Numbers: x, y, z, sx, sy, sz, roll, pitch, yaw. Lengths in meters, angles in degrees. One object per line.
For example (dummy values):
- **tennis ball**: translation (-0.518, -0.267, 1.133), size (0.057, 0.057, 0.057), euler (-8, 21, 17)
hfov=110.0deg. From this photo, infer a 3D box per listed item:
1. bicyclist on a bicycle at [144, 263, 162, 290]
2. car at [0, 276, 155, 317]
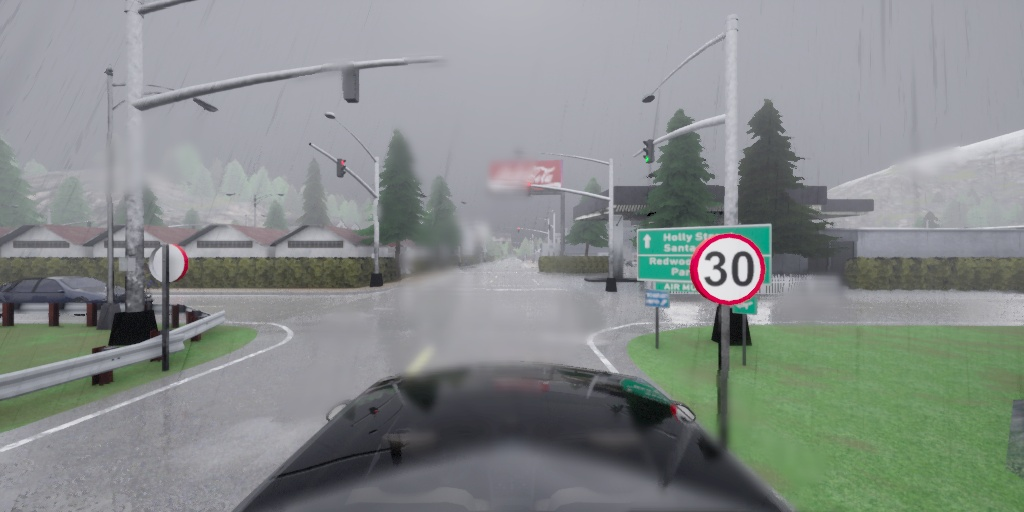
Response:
- **bicyclist on a bicycle**: translation (-21.672, 1.244, 21.339), size (0.582, 1.620, 1.656), euler (0, 0, 1)
- **car**: translation (-17.201, 1.489, 13.781), size (5.357, 1.411, 2.033), euler (0, 0, -1)
